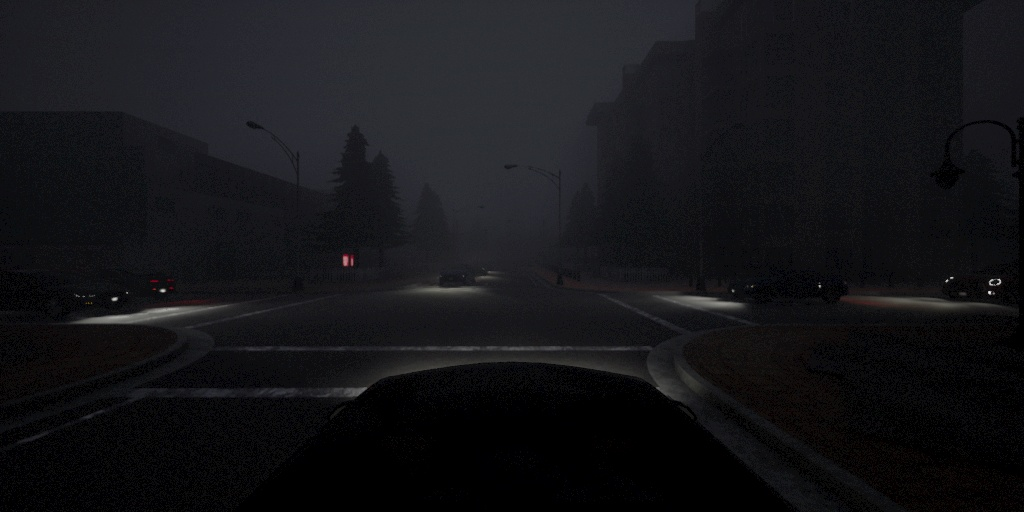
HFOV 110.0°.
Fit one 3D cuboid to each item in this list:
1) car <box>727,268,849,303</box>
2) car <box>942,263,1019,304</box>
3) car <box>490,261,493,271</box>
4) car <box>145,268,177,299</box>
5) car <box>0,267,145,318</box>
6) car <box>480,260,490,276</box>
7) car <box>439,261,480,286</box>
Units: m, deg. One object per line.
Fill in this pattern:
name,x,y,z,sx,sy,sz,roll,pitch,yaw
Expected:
car,12.153,1.274,15.911,4.674,1.442,1.812,0,0,0
car,22.179,1.100,15.842,4.553,1.767,2.097,0,0,0
car,-3.676,1.272,49.765,1.882,1.535,5.008,0,0,1
car,-17.657,1.252,15.827,4.892,1.490,1.837,0,0,4
car,-16.181,1.249,12.426,4.892,1.490,1.837,0,0,0
car,-3.692,1.262,38.544,1.882,1.535,5.008,0,0,0
car,-3.859,1.250,25.992,1.882,1.535,5.008,0,0,3
